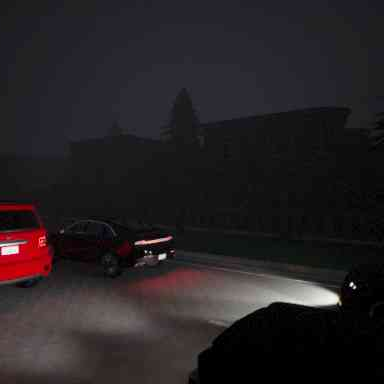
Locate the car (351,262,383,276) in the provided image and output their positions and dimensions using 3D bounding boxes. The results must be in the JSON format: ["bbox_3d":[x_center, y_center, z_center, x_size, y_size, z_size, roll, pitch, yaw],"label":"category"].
[{"bbox_3d":[4.533,1.564,5.057,4.181,1.385,1.994,0,0,35],"label":"car"}]

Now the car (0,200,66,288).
[{"bbox_3d":[-5.675,1.221,7.999,5.566,2.045,2.150,0,0,36],"label":"car"}]

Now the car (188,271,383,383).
[{"bbox_3d":[2.298,1.601,2.353,4.718,1.301,1.895,0,0,36],"label":"car"}]

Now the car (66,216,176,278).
[{"bbox_3d":[-2.747,1.492,10.199,4.902,1.511,2.128,0,0,36],"label":"car"}]
